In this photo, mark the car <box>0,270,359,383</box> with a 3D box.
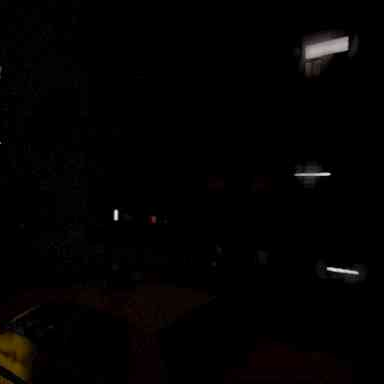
[{"bbox_3d":[-0.889,1.506,3.493,4.829,1.417,1.752,1,1,35],"label":"car"}]
